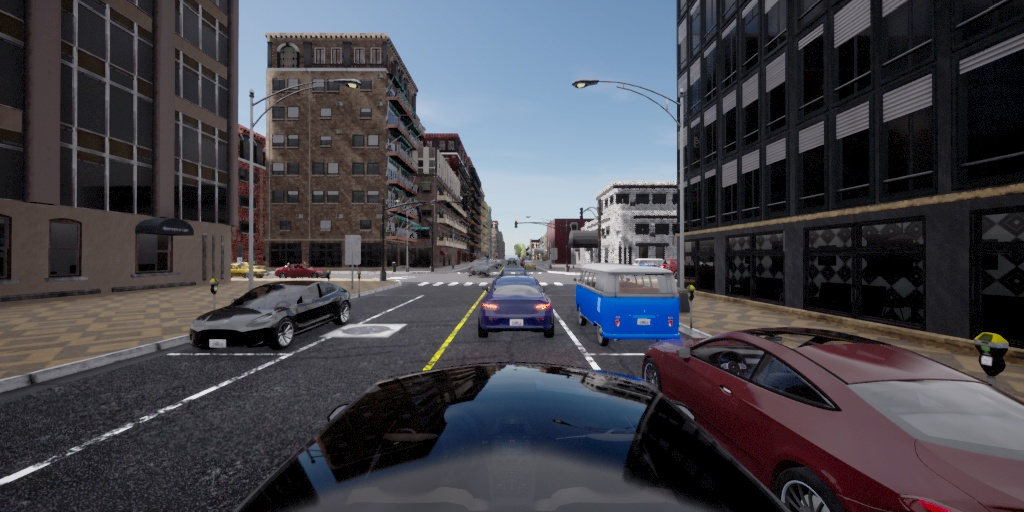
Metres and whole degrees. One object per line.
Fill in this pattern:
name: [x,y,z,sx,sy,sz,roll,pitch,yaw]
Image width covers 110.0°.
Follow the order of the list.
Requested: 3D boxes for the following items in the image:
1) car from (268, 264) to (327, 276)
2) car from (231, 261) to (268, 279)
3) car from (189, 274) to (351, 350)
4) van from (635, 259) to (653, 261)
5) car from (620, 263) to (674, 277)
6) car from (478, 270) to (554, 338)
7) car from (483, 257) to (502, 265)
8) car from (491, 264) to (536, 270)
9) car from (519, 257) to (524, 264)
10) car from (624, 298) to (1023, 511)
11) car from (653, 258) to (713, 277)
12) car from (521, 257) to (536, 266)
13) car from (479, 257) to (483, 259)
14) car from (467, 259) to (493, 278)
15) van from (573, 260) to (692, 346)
car: [-17.460,1.284,29.894,4.207,1.307,1.802,0,0,0]
car: [-22.952,1.216,29.882,4.829,1.417,1.751,0,0,0]
car: [-5.688,1.317,9.109,1.948,1.339,4.313,0,0,0]
van: [14.906,1.175,38.343,3.998,1.789,1.690,0,0,0]
car: [13.412,1.418,35.773,4.718,1.301,1.895,0,0,1]
car: [0.103,1.277,10.082,1.812,1.442,4.674,0,0,0]
car: [-3.078,1.279,54.943,2.128,1.511,4.902,0,0,0]
car: [0.097,1.318,18.534,1.994,1.385,4.181,0,0,0]
car: [2.707,1.382,64.946,1.802,1.307,4.207,0,0,0]
car: [2.658,1.332,3.392,1.802,1.307,4.207,0,0,0]
car: [14.927,1.107,29.963,5.009,1.841,2.192,0,0,0]
car: [2.704,1.311,54.038,1.751,1.417,4.829,0,0,0]
car: [-5.676,1.318,59.238,1.751,1.417,4.829,0,0,0]
car: [-3.088,1.265,34.338,1.837,1.490,4.892,0,0,0]
van: [2.659,1.092,9.082,1.690,1.789,3.998,0,0,0]
